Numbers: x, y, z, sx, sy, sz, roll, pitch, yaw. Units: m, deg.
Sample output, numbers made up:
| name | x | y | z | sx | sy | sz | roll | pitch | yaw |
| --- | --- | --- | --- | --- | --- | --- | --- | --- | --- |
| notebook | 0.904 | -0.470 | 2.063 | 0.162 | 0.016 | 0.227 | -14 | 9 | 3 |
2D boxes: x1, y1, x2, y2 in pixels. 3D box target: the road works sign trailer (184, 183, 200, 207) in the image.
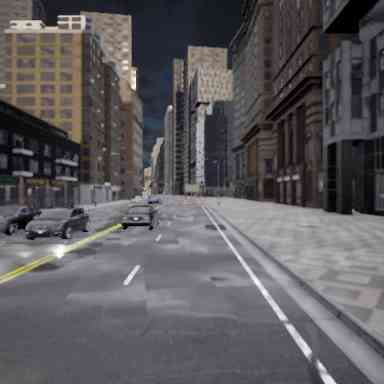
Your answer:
| name | x | y | z | sx | sy | sz | roll | pitch | yaw |
| --- | --- | --- | --- | --- | --- | --- | --- | --- | --- |
| road works sign trailer | 0.017 | 0.455 | 50.708 | 2.380 | 3.560 | 2.880 | 0 | 0 | 0 |

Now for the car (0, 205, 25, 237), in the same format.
| name | x | y | z | sx | sy | sz | roll | pitch | yaw |
| --- | --- | --- | --- | --- | --- | --- | --- | --- | --- |
| car | -9.842 | 1.486 | 18.192 | 2.128 | 1.511 | 4.902 | 0 | 0 | 0 |

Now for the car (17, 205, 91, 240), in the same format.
| name | x | y | z | sx | sy | sz | roll | pitch | yaw |
| --- | --- | --- | --- | --- | --- | --- | --- | --- | --- |
| car | -6.595 | 1.500 | 16.902 | 1.837 | 1.490 | 4.892 | 0 | 0 | 0 |

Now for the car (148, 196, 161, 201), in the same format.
| name | x | y | z | sx | sy | sz | roll | pitch | yaw |
| --- | --- | --- | --- | --- | --- | --- | --- | --- | --- |
| car | -6.531 | 1.466 | 57.578 | 1.882 | 1.535 | 5.008 | 0 | 0 | 1 |

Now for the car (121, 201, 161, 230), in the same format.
| name | x | y | z | sx | sy | sz | roll | pitch | yaw |
| --- | --- | --- | --- | --- | --- | --- | --- | --- | --- |
| car | -3.149 | 1.542 | 21.145 | 2.033 | 1.411 | 5.357 | 0 | 0 | 0 |

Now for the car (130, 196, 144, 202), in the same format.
| name | x | y | z | sx | sy | sz | roll | pitch | yaw |
| --- | --- | --- | --- | --- | --- | --- | --- | --- | --- |
| car | -9.767 | 1.516 | 59.436 | 1.812 | 1.442 | 4.674 | 0 | 0 | 0 |
